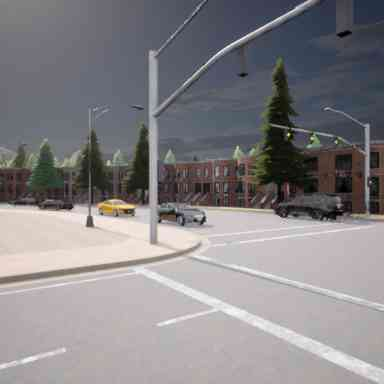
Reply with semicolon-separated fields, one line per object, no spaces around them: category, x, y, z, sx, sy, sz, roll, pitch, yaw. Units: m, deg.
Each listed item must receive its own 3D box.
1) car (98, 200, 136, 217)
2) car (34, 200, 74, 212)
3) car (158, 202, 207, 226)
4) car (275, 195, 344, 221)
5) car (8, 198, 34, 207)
car;-7.183;1.478;31.510;1.882;1.535;5.008;0;0;-40
car;-16.226;1.601;39.693;4.718;1.301;1.895;0;0;32
car;-0.957;1.492;23.353;2.128;1.511;4.902;0;0;-36
car;9.495;1.221;27.219;2.150;2.045;5.566;0;0;-36
car;-26.080;1.601;51.802;4.718;1.301;1.895;0;0;15
